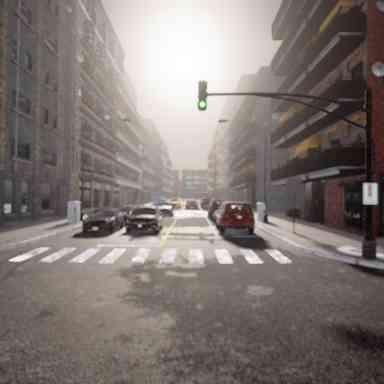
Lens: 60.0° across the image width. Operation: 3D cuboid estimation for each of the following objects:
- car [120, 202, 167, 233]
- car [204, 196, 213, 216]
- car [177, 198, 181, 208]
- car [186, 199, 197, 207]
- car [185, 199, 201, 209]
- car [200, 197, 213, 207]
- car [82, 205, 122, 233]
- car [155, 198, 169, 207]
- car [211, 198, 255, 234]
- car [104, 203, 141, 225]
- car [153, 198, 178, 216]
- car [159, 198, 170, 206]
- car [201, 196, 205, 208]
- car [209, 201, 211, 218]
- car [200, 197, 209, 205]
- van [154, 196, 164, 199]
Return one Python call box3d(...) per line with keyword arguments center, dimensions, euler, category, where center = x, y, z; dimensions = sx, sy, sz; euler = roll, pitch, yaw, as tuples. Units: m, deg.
box3d(center=(-2.856, 1.607, 20.627), dimensions=(1.837, 1.490, 4.892), euler=(1, 0, 0), category="car")
box3d(center=(2.567, 1.510, 31.643), dimensions=(2.192, 1.841, 5.009), euler=(2, 0, 0), category="car")
box3d(center=(-2.795, 1.757, 53.928), dimensions=(1.882, 1.535, 5.008), euler=(1, -1, 0), category="car")
box3d(center=(-0.044, 1.921, 60.522), dimensions=(1.994, 1.385, 4.181), euler=(1, 0, 0), category="car")
box3d(center=(-0.035, 1.880, 50.545), dimensions=(1.895, 1.301, 4.718), euler=(1, 0, 0), category="car")
box3d(center=(2.536, 1.812, 59.440), dimensions=(1.967, 1.590, 4.097), euler=(1, -1, 0), category="car")
box3d(center=(-5.309, 1.646, 20.466), dimensions=(1.947, 1.339, 4.313), euler=(2, 0, 0), category="car")
box3d(center=(-5.346, 1.850, 59.398), dimensions=(2.008, 1.369, 4.403), euler=(1, 0, 0), category="car")
box3d(center=(2.578, 1.468, 20.519), dimensions=(2.192, 1.841, 5.009), euler=(2, 0, 0), category="car")
box3d(center=(-5.313, 1.666, 26.027), dimensions=(1.947, 1.339, 4.313), euler=(2, 0, 0), category="car")
box3d(center=(-2.868, 1.709, 35.377), dimensions=(2.033, 1.411, 5.357), euler=(1, 0, 0), category="car")
box3d(center=(-5.350, 1.870, 64.790), dimensions=(1.752, 1.417, 4.829), euler=(1, 0, 0), category="car")
box3d(center=(2.544, 1.641, 53.877), dimensions=(2.192, 1.841, 5.009), euler=(1, 0, 0), category="car")
box3d(center=(2.567, 1.698, 26.247), dimensions=(1.752, 1.417, 4.829), euler=(2, 0, 0), category="car")
box3d(center=(2.694, 1.965, 75.033), dimensions=(1.801, 1.575, 5.366), euler=(1, -1, 0), category="car")
box3d(center=(-5.335, 1.595, 53.834), dimensions=(1.690, 1.788, 3.998), euler=(2, 0, 0), category="van")
